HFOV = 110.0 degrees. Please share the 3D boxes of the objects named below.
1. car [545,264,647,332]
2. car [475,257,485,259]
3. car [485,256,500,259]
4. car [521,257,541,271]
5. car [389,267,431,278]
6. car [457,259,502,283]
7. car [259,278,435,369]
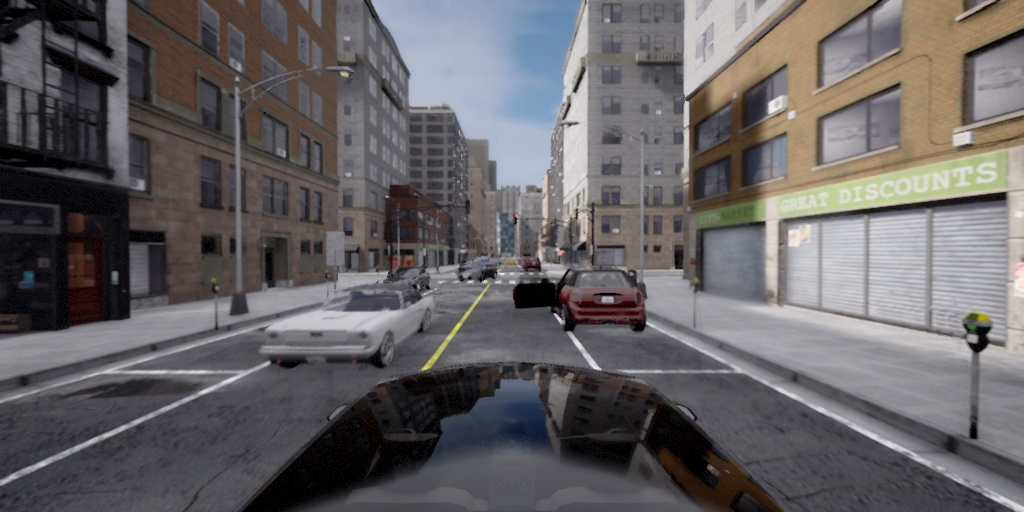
[{"bbox_3d":[2.368,1.088,11.007,2.097,1.767,4.553,0,0,0],"label":"car"},{"bbox_3d":[-5.806,1.236,57.959,1.751,1.417,4.829,0,0,0],"label":"car"},{"bbox_3d":[-3.190,1.199,62.387,2.128,1.511,4.902,0,0,0],"label":"car"},{"bbox_3d":[2.748,1.030,46.978,2.192,1.841,5.009,0,0,0],"label":"car"},{"bbox_3d":[-5.712,1.293,20.085,1.948,1.339,4.313,0,0,0],"label":"car"},{"bbox_3d":[-2.595,1.228,27.827,2.128,1.511,4.902,0,-1,17],"label":"car"},{"bbox_3d":[-3.108,1.341,7.896,1.895,1.301,4.718,0,0,0],"label":"car"}]
